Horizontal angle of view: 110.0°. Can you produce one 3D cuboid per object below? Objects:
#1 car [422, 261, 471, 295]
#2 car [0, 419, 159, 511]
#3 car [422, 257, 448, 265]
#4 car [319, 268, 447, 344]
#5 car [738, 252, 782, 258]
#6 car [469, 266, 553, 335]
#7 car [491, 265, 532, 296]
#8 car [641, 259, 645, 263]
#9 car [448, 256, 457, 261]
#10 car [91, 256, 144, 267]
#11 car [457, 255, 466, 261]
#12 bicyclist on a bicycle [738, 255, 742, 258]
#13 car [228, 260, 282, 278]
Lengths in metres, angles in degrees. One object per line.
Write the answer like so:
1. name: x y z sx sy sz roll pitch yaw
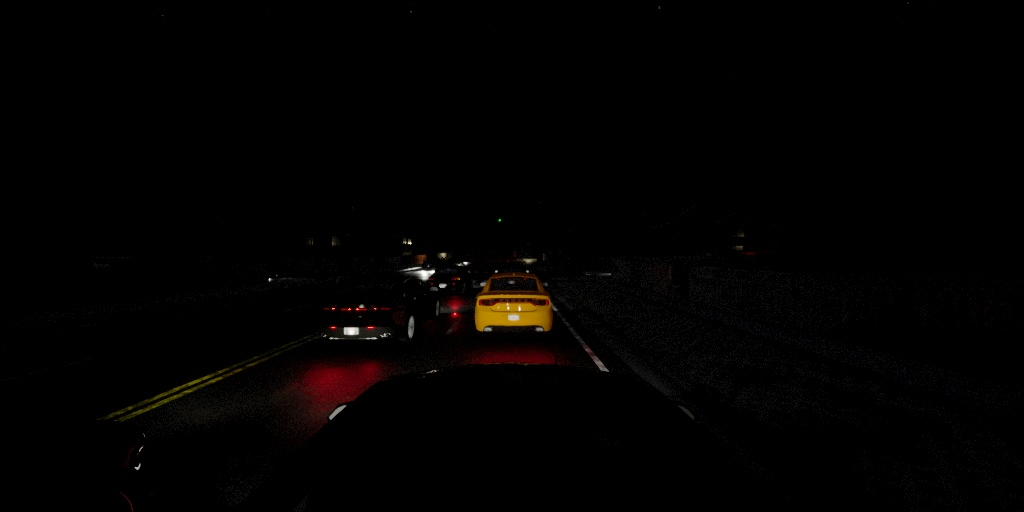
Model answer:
1. car: -3.253 1.209 19.228 1.812 1.442 4.674 0 1 1
2. car: -3.148 1.228 0.147 1.882 1.535 5.008 0 0 0
3. car: -9.942 0.932 45.122 2.128 1.511 4.902 0 1 0
4. car: -3.193 1.240 9.563 1.837 1.490 4.892 0 0 0
5. car: 22.876 0.635 31.816 5.566 2.045 2.150 0 1 -2
6. car: 0.058 1.209 10.450 1.882 1.535 5.008 0 0 0
7. car: 0.002 1.244 19.728 1.994 1.385 4.181 0 0 1
8. car: 12.776 1.011 34.495 5.357 1.411 2.033 -1 1 -6
9. car: -9.963 0.905 54.306 1.994 1.385 4.181 0 1 0
10. car: -34.057 1.060 31.707 5.566 2.045 2.150 -1 1 4
11. car: -9.948 0.656 63.912 1.882 1.535 5.008 0 1 0
12. bicyclist on a bicycle: 18.391 0.782 28.771 0.582 1.620 1.656 0 0 -2
13. car: -22.627 1.115 31.126 4.553 1.767 2.097 0 1 2
